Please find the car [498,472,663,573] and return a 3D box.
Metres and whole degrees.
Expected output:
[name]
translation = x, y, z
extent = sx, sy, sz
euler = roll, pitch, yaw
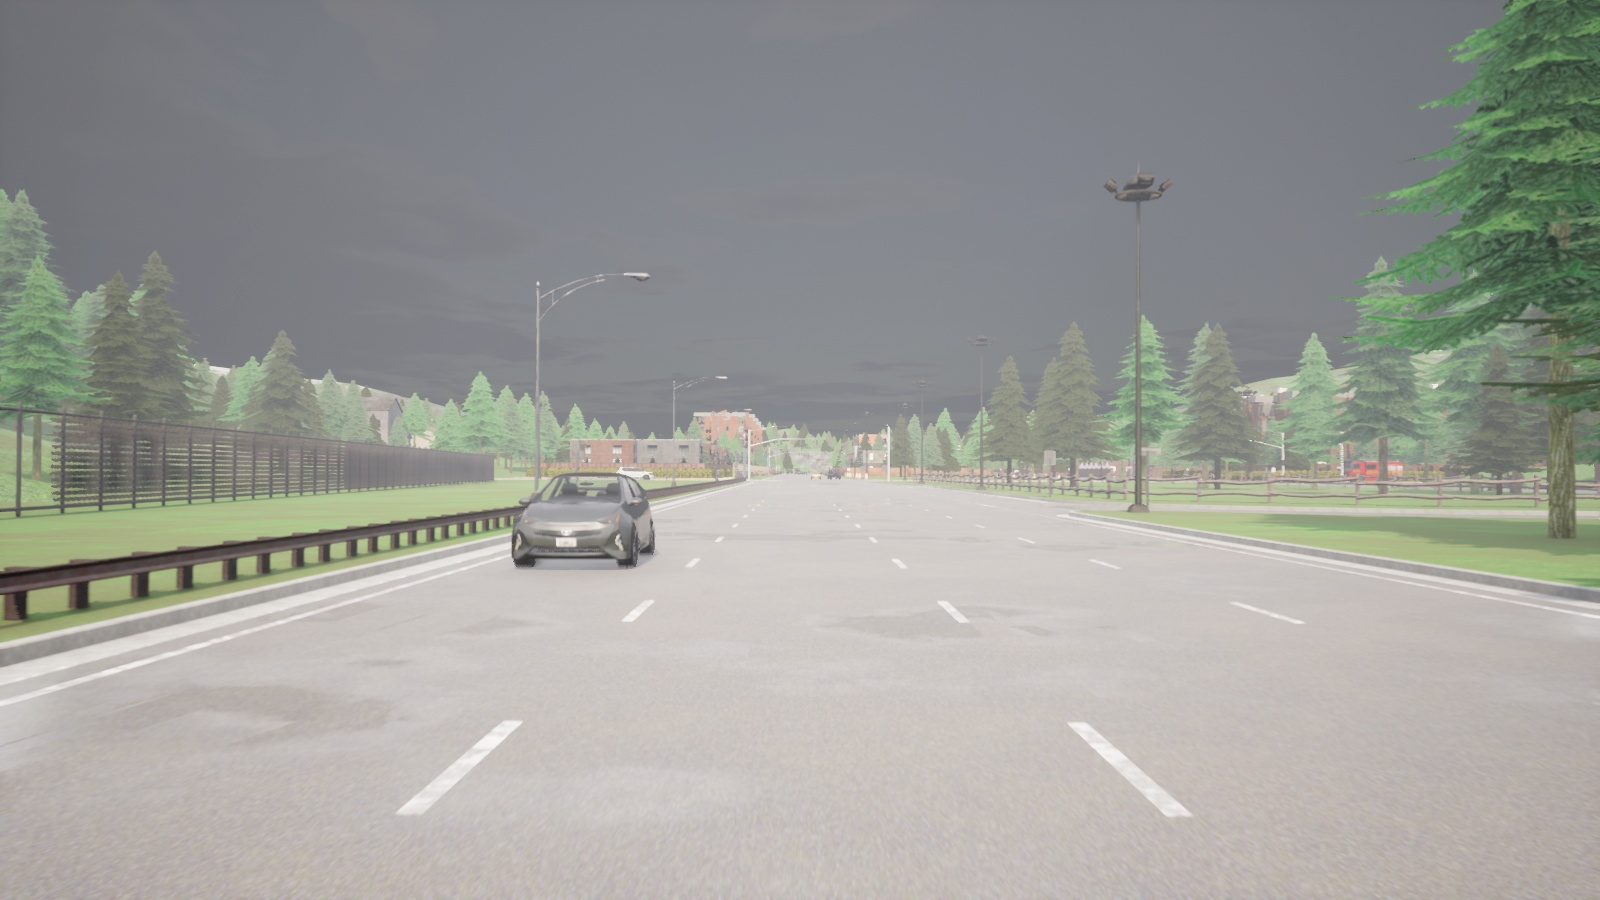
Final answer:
[car]
translation = -3.551, 1.130, 21.189
extent = 2.007, 1.525, 4.514
euler = 0, -1, 0
